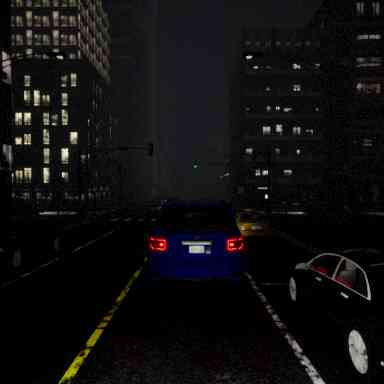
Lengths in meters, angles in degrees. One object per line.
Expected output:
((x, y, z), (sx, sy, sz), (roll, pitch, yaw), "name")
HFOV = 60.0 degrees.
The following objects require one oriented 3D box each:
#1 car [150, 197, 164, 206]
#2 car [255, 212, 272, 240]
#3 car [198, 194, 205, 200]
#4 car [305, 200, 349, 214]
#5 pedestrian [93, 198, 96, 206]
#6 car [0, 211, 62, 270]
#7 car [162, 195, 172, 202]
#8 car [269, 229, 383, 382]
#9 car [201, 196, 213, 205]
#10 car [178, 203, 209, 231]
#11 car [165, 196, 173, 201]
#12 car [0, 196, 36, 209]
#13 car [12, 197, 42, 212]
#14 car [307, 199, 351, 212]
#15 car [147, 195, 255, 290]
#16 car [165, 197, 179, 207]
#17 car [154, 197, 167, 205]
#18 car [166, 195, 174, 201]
((-5.726, 1.514, 54.336), (1.752, 1.417, 4.829), (-1, 0, 0), "car")
((2.799, 1.521, 16.724), (1.752, 1.417, 4.829), (-1, 0, 0), "car")
((2.637, 1.425, 94.091), (1.967, 1.590, 4.097), (-1, 0, 0), "car")
((14.865, 1.667, 37.128), (4.181, 1.385, 1.994), (0, 1, 1), "car")
((-12.567, 1.300, 43.026), (0.500, 1.100, 0.500), (0, 0, 1), "pedestrian")
((-5.838, 1.542, 10.964), (1.887, 1.381, 4.507), (-1, 0, 0), "car")
((-5.735, 1.531, 77.123), (1.887, 1.381, 4.507), (-1, 0, 0), "car")
((2.804, 1.549, 5.265), (2.008, 1.369, 4.403), (-1, 0, 0), "car")
((2.652, 1.539, 60.164), (2.008, 1.369, 4.403), (-1, 0, 0), "car")
((0.077, 1.520, 21.652), (1.812, 1.442, 4.674), (0, 0, -1), "car")
((-5.736, 1.568, 82.778), (1.802, 1.307, 4.206), (-1, 0, 0), "car")
((-21.679, 1.275, 40.175), (4.829, 1.417, 1.752), (0, 0, 1), "car")
((-17.831, 1.442, 34.363), (4.181, 1.385, 1.994), (0, 1, 1), "car")
((16.297, 1.623, 39.693), (4.403, 1.369, 2.008), (0, 0, 1), "car")
((0.093, 1.219, 9.230), (2.150, 2.045, 5.566), (0, 0, 0), "car")
((-3.114, 1.553, 52.632), (1.994, 1.385, 4.181), (0, 0, 0), "car")
((-5.728, 1.554, 60.160), (1.947, 1.339, 4.313), (-1, 0, 0), "car")
((-5.739, 1.530, 88.433), (1.887, 1.381, 4.507), (-1, 0, 0), "car")
